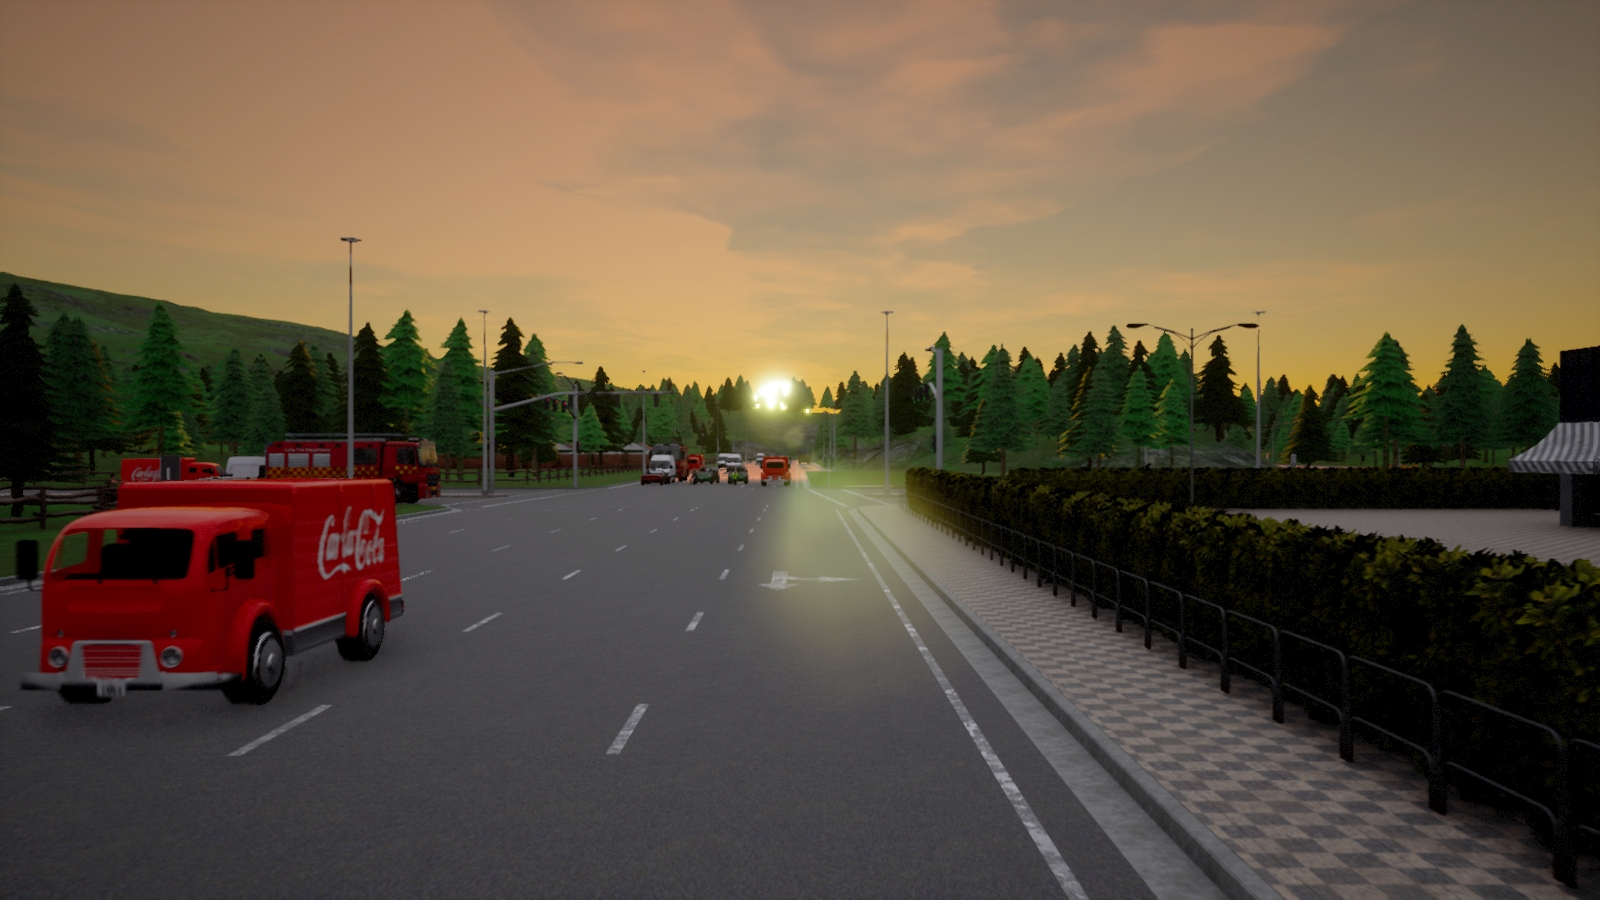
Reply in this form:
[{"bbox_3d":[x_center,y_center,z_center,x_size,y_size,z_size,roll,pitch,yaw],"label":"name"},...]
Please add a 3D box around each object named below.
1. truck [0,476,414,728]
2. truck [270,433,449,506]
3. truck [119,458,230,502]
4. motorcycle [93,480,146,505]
[{"bbox_3d":[-6.993,1.603,14.202,2.627,2.467,5.204,0,0,0],"label":"truck"},{"bbox_3d":[-23.553,1.019,61.369,8.468,3.827,2.891,0,0,0],"label":"truck"},{"bbox_3d":[-36.621,1.712,67.043,5.204,2.467,2.627,0,0,-12],"label":"truck"},{"bbox_3d":[-36.335,2.282,61.000,2.356,1.307,0.764,0,0,-1],"label":"motorcycle"}]
